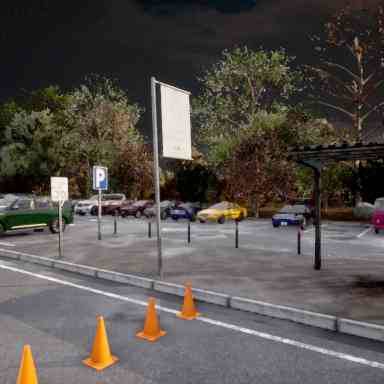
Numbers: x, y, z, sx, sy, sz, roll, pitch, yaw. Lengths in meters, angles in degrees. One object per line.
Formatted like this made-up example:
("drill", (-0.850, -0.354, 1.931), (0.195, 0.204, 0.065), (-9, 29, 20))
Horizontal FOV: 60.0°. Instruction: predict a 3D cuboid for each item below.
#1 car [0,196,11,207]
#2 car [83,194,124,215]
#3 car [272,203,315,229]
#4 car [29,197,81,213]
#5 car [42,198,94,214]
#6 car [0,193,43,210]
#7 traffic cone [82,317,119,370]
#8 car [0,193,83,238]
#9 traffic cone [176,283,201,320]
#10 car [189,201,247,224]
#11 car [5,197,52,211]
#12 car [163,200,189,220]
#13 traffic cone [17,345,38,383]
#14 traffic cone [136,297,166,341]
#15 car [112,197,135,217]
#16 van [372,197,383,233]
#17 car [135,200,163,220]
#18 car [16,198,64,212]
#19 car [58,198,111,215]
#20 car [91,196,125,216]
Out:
("car", (-29.255, 1.332, 47.830), (1.946, 1.575, 5.366), (1, 0, 35))
("car", (-8.933, 1.212, 33.289), (2.435, 2.045, 5.566), (0, 0, 35))
("car", (6.965, 1.513, 22.119), (2.163, 1.488, 4.792), (0, 0, 35))
("car", (-15.626, 1.444, 38.252), (1.946, 1.575, 5.366), (0, 0, 35))
("car", (-13.463, 1.455, 36.500), (2.097, 1.535, 5.008), (0, 0, 35))
("car", (-22.563, 1.153, 42.866), (2.435, 2.045, 5.566), (0, 0, 35))
("traffic cone", (-1.212, 1.957, 4.417), (0.340, 0.580, 0.340), (0, 0, 35))
("car", (-8.926, 1.221, 17.300), (2.435, 2.045, 5.566), (0, 0, 35))
("traffic cone", (-0.062, 1.957, 6.049), (0.340, 0.580, 0.340), (0, 0, 36))
("car", (2.332, 1.475, 25.183), (1.946, 1.575, 5.366), (0, 0, 35))
("car", (-20.261, 1.452, 41.318), (2.163, 1.488, 4.792), (0, 0, 35))
("car", (0.185, 1.504, 26.954), (2.163, 1.488, 4.792), (0, 0, 35))
("traffic cone", (-1.787, 1.957, 3.600), (0.340, 0.580, 0.340), (0, 0, 35))
("traffic cone", (-0.637, 1.957, 5.233), (0.340, 0.580, 0.340), (0, 0, 35))
("car", (-4.371, 1.469, 30.126), (2.097, 1.535, 5.008), (0, 0, 35))
("van", (11.591, 1.264, 19.047), (1.878, 1.987, 4.442), (0, 0, 35))
("car", (-2.099, 1.473, 28.531), (2.231, 1.521, 4.892), (0, 0, 35))
("car", (-18.017, 1.469, 39.671), (2.163, 1.488, 4.792), (0, 0, 35))
("car", (-11.190, 1.461, 34.903), (2.231, 1.521, 4.892), (0, 0, 35))
("car", (-6.642, 1.466, 31.721), (2.097, 1.535, 5.008), (0, 0, 35))
